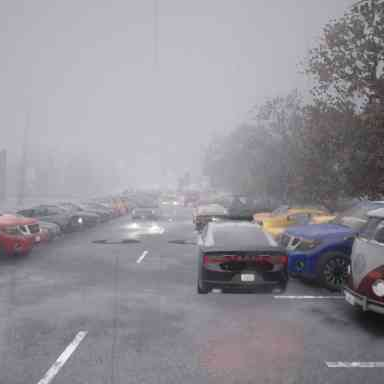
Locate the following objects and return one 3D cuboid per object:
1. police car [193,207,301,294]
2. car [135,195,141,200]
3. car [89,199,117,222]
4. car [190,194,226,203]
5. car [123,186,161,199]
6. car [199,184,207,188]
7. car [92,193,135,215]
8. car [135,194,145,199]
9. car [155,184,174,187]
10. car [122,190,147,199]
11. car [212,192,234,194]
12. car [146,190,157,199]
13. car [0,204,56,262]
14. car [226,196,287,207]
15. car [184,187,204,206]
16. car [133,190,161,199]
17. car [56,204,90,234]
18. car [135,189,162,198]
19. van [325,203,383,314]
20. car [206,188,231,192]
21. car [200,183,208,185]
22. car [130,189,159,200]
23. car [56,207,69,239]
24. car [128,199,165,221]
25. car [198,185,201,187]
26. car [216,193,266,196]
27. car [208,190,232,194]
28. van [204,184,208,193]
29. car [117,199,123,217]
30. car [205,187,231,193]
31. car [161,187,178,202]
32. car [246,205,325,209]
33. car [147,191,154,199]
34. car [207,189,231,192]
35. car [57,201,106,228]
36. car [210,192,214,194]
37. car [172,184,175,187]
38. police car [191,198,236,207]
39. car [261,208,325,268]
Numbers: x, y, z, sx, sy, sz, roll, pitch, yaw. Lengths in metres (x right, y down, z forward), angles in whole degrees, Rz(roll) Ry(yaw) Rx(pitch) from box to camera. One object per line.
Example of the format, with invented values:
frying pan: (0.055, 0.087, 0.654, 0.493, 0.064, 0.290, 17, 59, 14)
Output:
police car: (1.068, 1.427, 8.923, 1.930, 1.638, 5.238, 0, 0, 0)
car: (-7.943, 1.310, 33.562, 4.792, 1.488, 2.163, 0, 1, 0)
car: (-8.001, 1.445, 22.417, 5.008, 1.535, 2.097, 0, 1, 0)
car: (1.099, 1.291, 24.777, 2.097, 1.767, 4.553, 0, 1, 0)
car: (-7.910, 0.514, 50.268, 5.566, 2.045, 2.435, 0, 2, 0)
car: (4.927, -0.525, 88.556, 5.008, 1.535, 2.097, 0, 3, 0)
car: (-7.947, 1.210, 30.772, 4.553, 1.767, 2.185, 0, 1, 0)
car: (-7.996, 1.247, 36.349, 4.792, 1.488, 2.163, 0, 1, 0)
car: (-8.173, -0.646, 91.217, 4.792, 1.488, 2.163, 0, 3, 0)
car: (-7.992, 1.021, 39.131, 4.553, 1.767, 2.185, 0, 2, 0)
car: (5.114, 1.142, 39.290, 5.008, 1.535, 2.097, 0, 2, 0)
car: (-7.950, 0.878, 47.491, 4.892, 1.521, 2.231, 0, 2, 0)
car: (-7.989, 1.230, 11.272, 5.566, 2.045, 2.435, 0, 0, 0)
car: (4.911, 1.374, 28.140, 5.366, 1.575, 1.946, 0, 1, 0)
car: (0.104, 0.706, 45.001, 2.150, 2.045, 5.566, 0, 2, 1)
car: (-7.892, 0.406, 58.630, 4.792, 1.488, 2.163, 0, 3, 0)
car: (-8.035, 1.507, 16.841, 4.792, 1.488, 2.163, 0, 0, 0)
car: (-7.945, 0.268, 61.411, 4.792, 1.488, 2.163, 0, 3, 0)
van: (4.935, 1.255, 5.716, 4.442, 1.987, 1.878, 0, 0, 0)
car: (5.156, 0.545, 56.016, 4.674, 1.452, 2.002, 0, 3, 0)
car: (4.967, -0.808, 91.316, 4.553, 1.767, 2.185, 0, 3, 0)
car: (-7.896, 0.389, 55.840, 4.553, 1.767, 2.185, 0, 3, 0)
car: (-8.014, 1.522, 14.055, 4.674, 1.452, 2.002, 0, 0, 0)
car: (-3.546, 1.520, 26.554, 1.895, 1.301, 4.718, 0, 1, 0)
car: (0.120, 0.245, 58.685, 2.097, 1.767, 4.553, 0, 3, 0)
car: (5.107, 1.218, 36.373, 4.892, 1.521, 2.231, 0, 2, 0)
car: (5.321, 0.872, 47.522, 5.366, 1.575, 1.946, 0, 2, 0)
van: (5.037, 0.011, 61.455, 4.442, 1.987, 1.878, -1, 3, 0)
car: (-7.986, 1.457, 25.207, 4.674, 1.452, 2.002, 0, 0, 0)
car: (5.161, 0.407, 58.797, 4.674, 1.452, 2.002, 0, 3, 0)
car: (-3.399, 0.542, 52.480, 2.097, 1.767, 4.553, 0, 3, 0)
car: (5.063, 1.482, 14.194, 5.008, 1.535, 2.097, 0, 0, 0)
car: (-7.979, 1.008, 44.715, 4.792, 1.488, 2.163, 0, 2, 0)
car: (5.327, 0.760, 50.315, 5.366, 1.575, 1.946, 0, 2, 0)
car: (-8.006, 1.465, 19.628, 5.008, 1.535, 2.097, 0, 0, 0)
car: (5.120, 1.061, 42.079, 5.008, 1.535, 2.097, 0, 2, 0)
car: (-8.136, -0.834, 93.987, 5.008, 1.535, 2.097, 0, 3, 0)
police car: (1.088, 1.414, 18.921, 1.930, 1.638, 5.238, 0, 0, 0)
car: (5.248, 1.479, 11.285, 5.366, 1.575, 1.946, 0, 0, 0)
